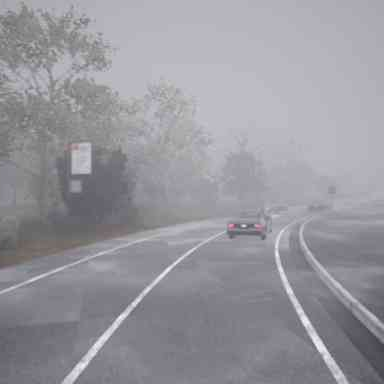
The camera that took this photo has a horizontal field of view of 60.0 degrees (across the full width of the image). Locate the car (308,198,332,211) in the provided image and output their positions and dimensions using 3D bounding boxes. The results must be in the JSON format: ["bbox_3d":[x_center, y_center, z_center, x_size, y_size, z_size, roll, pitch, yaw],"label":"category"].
[{"bbox_3d":[15.122,1.445,39.253,1.994,1.385,4.181,-4,0,36],"label":"car"}]

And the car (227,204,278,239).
[{"bbox_3d":[3.161,1.605,17.597,2.033,1.411,5.357,-1,-1,18],"label":"car"}]

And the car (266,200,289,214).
[{"bbox_3d":[9.181,1.660,36.932,2.128,1.511,4.902,-3,-1,35],"label":"car"}]
